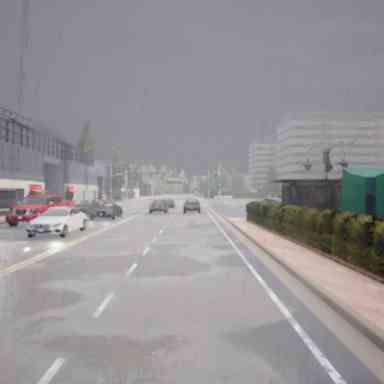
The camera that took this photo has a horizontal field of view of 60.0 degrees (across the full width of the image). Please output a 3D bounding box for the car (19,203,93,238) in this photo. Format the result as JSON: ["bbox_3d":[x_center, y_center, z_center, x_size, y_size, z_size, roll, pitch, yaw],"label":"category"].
[{"bbox_3d":[-7.096,1.522,17.955,1.812,1.442,4.674,0,0,0],"label":"car"}]

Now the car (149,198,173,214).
[{"bbox_3d":[-3.504,1.542,35.648,2.033,1.411,5.357,0,0,0],"label":"car"}]

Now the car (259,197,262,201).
[{"bbox_3d":[14.263,1.145,58.817,4.605,1.855,1.932,0,0,-2],"label":"car"}]

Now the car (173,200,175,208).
[{"bbox_3d":[-3.487,1.557,47.646,1.994,1.385,4.181,0,0,0],"label":"car"}]

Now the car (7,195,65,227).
[{"bbox_3d":[-10.600,1.217,23.225,2.150,2.045,5.566,0,0,0],"label":"car"}]

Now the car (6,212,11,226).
[{"bbox_3d":[-7.102,1.503,8.770,1.837,1.490,4.892,0,0,0],"label":"car"}]

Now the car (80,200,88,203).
[{"bbox_3d":[-10.554,1.541,33.922,2.033,1.411,5.357,0,0,1],"label":"car"}]

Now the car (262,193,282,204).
[{"bbox_3d":[14.283,1.148,55.922,3.866,1.878,1.905,0,0,-2],"label":"car"}]

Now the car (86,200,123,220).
[{"bbox_3d":[-7.084,1.559,27.915,1.994,1.385,4.181,0,0,0],"label":"car"}]

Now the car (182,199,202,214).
[{"bbox_3d":[-0.003,1.486,35.704,2.128,1.511,4.902,0,0,0],"label":"car"}]

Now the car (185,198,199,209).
[{"bbox_3d":[0.011,1.593,47.527,1.895,1.301,4.718,0,0,0],"label":"car"}]
